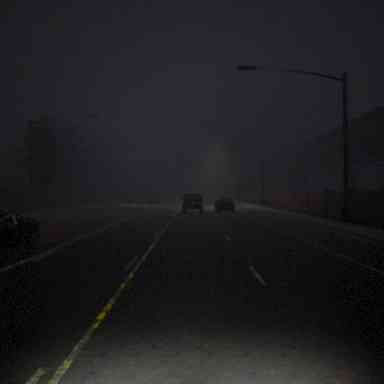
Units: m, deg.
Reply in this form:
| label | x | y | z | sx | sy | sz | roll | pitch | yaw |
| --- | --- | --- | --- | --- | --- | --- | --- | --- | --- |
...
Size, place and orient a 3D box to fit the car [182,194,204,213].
| label | x | y | z | sx | sy | sz | roll | pitch | yaw |
| --- | --- | --- | --- | --- | --- | --- | --- | --- | --- |
| car | 0.077 | 1.186 | 36.349 | 2.150 | 2.045 | 5.566 | 0 | 0 | 0 |

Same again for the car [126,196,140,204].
| label | x | y | z | sx | sy | sz | roll | pitch | yaw |
| --- | --- | --- | --- | --- | --- | --- | --- | --- | --- |
| car | -10.539 | 1.477 | 59.554 | 1.812 | 1.442 | 4.674 | 0 | 0 | 0 |

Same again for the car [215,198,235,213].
| label | x | y | z | sx | sy | sz | roll | pitch | yaw |
| --- | --- | --- | --- | --- | --- | --- | --- | --- | --- |
| car | 3.577 | 1.442 | 36.807 | 1.882 | 1.535 | 5.008 | 0 | 0 | 0 |

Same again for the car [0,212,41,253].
| label | x | y | z | sx | sy | sz | roll | pitch | yaw |
| --- | --- | --- | --- | --- | --- | --- | --- | --- | --- |
| car | -7.107 | 1.479 | 11.697 | 2.128 | 1.511 | 4.902 | 0 | 0 | 0 |

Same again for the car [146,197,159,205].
| label | x | y | z | sx | sy | sz | roll | pitch | yaw |
| --- | --- | --- | --- | --- | --- | --- | --- | --- | --- |
| car | -7.038 | 1.519 | 59.597 | 2.033 | 1.411 | 5.357 | 0 | 0 | 0 |
